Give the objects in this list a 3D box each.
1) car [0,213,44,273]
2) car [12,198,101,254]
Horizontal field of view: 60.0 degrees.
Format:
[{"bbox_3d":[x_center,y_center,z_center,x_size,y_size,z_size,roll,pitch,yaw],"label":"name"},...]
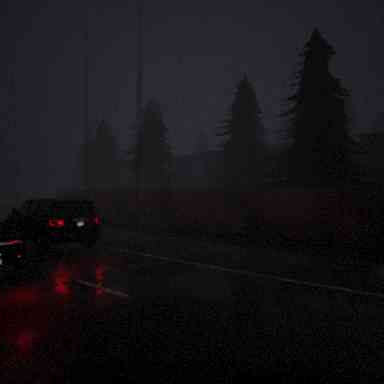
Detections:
[{"bbox_3d":[-6.553,1.512,9.757,4.902,1.511,2.128,0,0,43],"label":"car"},{"bbox_3d":[-5.989,1.256,13.984,5.566,2.045,2.150,0,0,44],"label":"car"}]
